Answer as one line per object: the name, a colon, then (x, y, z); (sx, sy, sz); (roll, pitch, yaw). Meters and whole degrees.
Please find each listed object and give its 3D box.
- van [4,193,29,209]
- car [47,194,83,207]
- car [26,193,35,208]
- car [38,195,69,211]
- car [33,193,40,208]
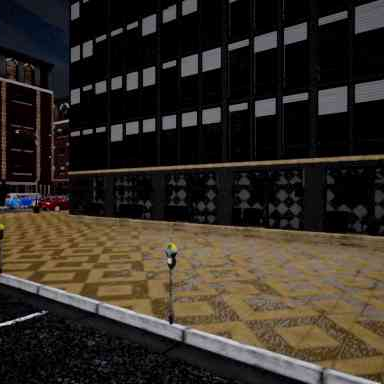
van: (-20.036, 1.050, 39.598); (1.690, 1.788, 3.998); (1, 1, 35)
car: (-16.802, 1.079, 44.240); (1.967, 1.590, 4.097); (1, 1, 35)
car: (-16.828, 1.213, 39.914); (1.812, 1.442, 4.674); (0, 1, 35)
car: (-13.557, 1.269, 35.117); (1.887, 1.381, 4.507); (1, 1, 35)
car: (-14.804, 1.193, 37.657); (2.128, 1.511, 4.902); (0, 1, 35)
